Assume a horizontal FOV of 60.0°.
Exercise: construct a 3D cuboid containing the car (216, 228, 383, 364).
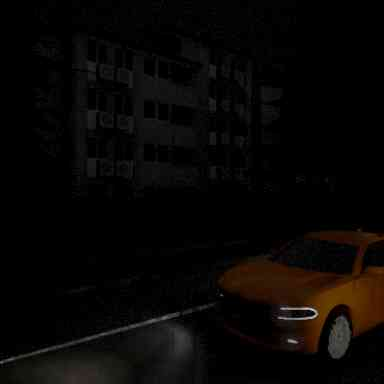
[{"bbox_3d":[2.650,1.473,6.052,5.008,1.535,1.882,0,0,-37],"label":"car"}]
